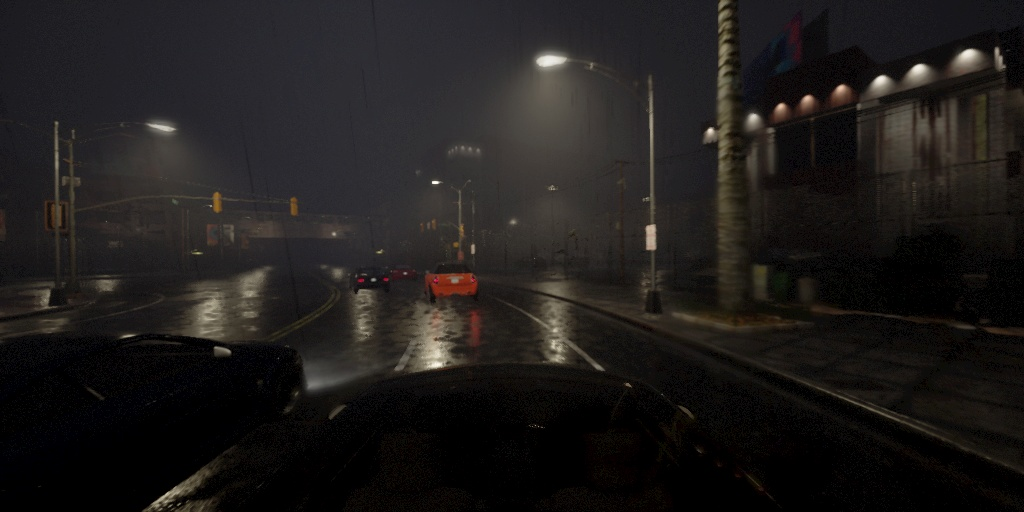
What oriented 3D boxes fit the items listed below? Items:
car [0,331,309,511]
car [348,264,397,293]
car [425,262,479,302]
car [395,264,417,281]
[{"bbox_3d":[-3.700,1.347,3.141,1.994,1.385,4.181,-1,0,-2],"label":"car"},{"bbox_3d":[-8.390,1.306,20.920,2.033,1.411,5.357,-1,0,-28],"label":"car"},{"bbox_3d":[-3.009,1.070,17.128,2.097,1.767,4.553,-1,0,-17],"label":"car"},{"bbox_3d":[-9.111,1.297,28.969,1.994,1.385,4.181,-1,0,-30],"label":"car"}]
